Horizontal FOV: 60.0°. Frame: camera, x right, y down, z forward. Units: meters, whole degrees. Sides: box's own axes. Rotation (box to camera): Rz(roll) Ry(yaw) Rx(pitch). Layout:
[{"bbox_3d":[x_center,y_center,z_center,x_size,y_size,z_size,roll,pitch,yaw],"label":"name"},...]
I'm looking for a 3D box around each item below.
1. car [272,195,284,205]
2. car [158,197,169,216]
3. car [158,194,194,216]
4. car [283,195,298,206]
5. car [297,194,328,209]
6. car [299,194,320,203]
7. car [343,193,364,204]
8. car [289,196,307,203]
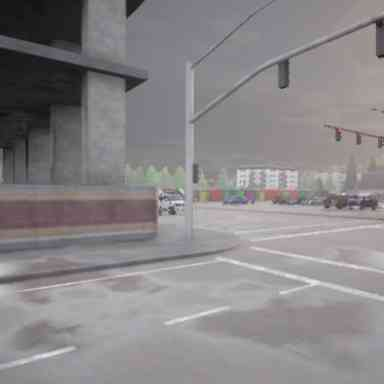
[{"bbox_3d":[16.065,1.313,57.851,4.605,1.855,1.932,0,0,-35],"label":"car"},{"bbox_3d":[-4.528,1.484,31.017,2.128,1.511,4.902,0,0,-36],"label":"car"},{"bbox_3d":[-2.078,1.226,33.607,2.150,2.045,5.566,0,0,-36],"label":"car"},{"bbox_3d":[17.656,1.523,55.690,3.905,1.438,1.784,0,0,-35],"label":"car"},{"bbox_3d":[19.329,1.555,53.327,3.806,1.475,1.970,0,0,-35],"label":"car"},{"bbox_3d":[25.148,1.364,71.086,4.605,1.855,1.932,0,0,-35],"label":"car"},{"bbox_3d":[39.433,1.427,81.229,3.866,1.878,1.905,0,0,-35],"label":"car"},{"bbox_3d":[23.525,1.575,73.486,3.905,1.438,1.784,0,0,-35],"label":"car"}]
